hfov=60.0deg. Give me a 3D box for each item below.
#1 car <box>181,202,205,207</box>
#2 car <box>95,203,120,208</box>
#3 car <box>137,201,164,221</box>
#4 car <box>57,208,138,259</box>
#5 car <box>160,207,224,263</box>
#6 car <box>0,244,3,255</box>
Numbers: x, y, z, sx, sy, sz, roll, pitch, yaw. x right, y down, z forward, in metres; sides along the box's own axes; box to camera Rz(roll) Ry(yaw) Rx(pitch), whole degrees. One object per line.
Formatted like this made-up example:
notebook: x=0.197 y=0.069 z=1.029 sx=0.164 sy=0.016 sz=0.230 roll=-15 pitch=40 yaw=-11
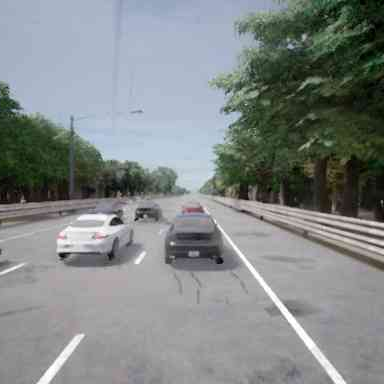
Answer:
car: x=0.070 y=1.532 z=27.891 sx=1.812 sy=1.442 sz=4.674 roll=0 pitch=0 yaw=0
car: x=-6.934 y=1.568 z=27.330 sx=1.994 sy=1.385 sz=4.181 roll=0 pitch=0 yaw=0
car: x=-3.435 y=1.513 z=27.011 sx=1.837 sy=1.490 sz=4.892 roll=0 pitch=1 yaw=0
car: x=-3.430 y=1.526 z=12.391 sx=1.812 sy=1.442 sz=4.674 roll=0 pitch=0 yaw=0
car: x=0.069 y=1.507 z=11.968 sx=1.837 sy=1.490 sz=4.892 roll=0 pitch=0 yaw=0
car: x=-6.958 y=1.548 z=8.133 sx=2.033 sy=1.411 sz=5.357 roll=0 pitch=0 yaw=0
